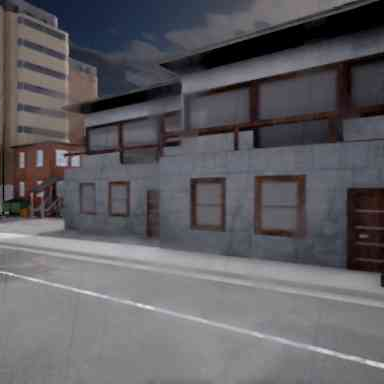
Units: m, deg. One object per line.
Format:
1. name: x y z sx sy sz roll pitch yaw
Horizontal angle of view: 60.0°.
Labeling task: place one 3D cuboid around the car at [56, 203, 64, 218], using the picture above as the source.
1. car: -10.520 1.651 30.142 3.806 1.475 1.970 -2 -1 35
